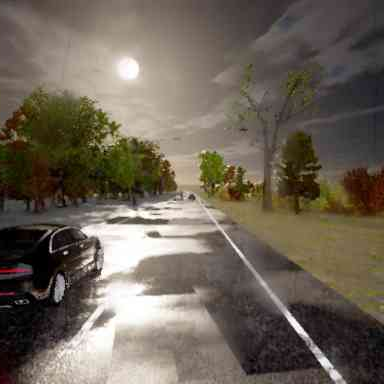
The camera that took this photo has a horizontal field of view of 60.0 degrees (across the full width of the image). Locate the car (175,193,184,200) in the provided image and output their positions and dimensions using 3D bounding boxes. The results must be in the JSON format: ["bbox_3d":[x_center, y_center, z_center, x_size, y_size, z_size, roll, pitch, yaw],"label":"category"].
[{"bbox_3d":[-3.510,1.414,85.783,1.812,1.442,4.674,0,0,0],"label":"car"}]

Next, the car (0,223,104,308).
[{"bbox_3d":[-3.503,1.501,7.900,1.837,1.490,4.892,0,0,0],"label":"car"}]

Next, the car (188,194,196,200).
[{"bbox_3d":[-0.010,1.414,85.783,1.812,1.442,4.674,0,0,0],"label":"car"}]
